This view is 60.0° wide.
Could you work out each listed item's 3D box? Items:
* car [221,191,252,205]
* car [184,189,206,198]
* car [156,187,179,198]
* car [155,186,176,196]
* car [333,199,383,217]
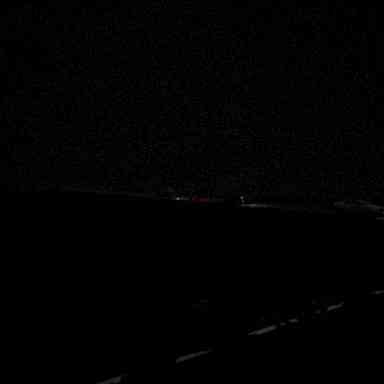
[{"bbox_3d":[6.071,0.683,45.230,2.097,1.767,4.553,-2,3,-35],"label":"car"},{"bbox_3d":[0.535,0.286,58.105,2.128,1.511,4.902,-2,3,-35],"label":"car"},{"bbox_3d":[-4.289,0.283,60.081,2.128,1.511,4.902,-2,3,-35],"label":"car"},{"bbox_3d":[-5.390,-0.155,66.395,2.097,1.767,4.553,-2,3,-35],"label":"car"},{"bbox_3d":[15.751,1.414,31.523,1.812,1.442,4.674,-2,4,-35],"label":"car"}]
